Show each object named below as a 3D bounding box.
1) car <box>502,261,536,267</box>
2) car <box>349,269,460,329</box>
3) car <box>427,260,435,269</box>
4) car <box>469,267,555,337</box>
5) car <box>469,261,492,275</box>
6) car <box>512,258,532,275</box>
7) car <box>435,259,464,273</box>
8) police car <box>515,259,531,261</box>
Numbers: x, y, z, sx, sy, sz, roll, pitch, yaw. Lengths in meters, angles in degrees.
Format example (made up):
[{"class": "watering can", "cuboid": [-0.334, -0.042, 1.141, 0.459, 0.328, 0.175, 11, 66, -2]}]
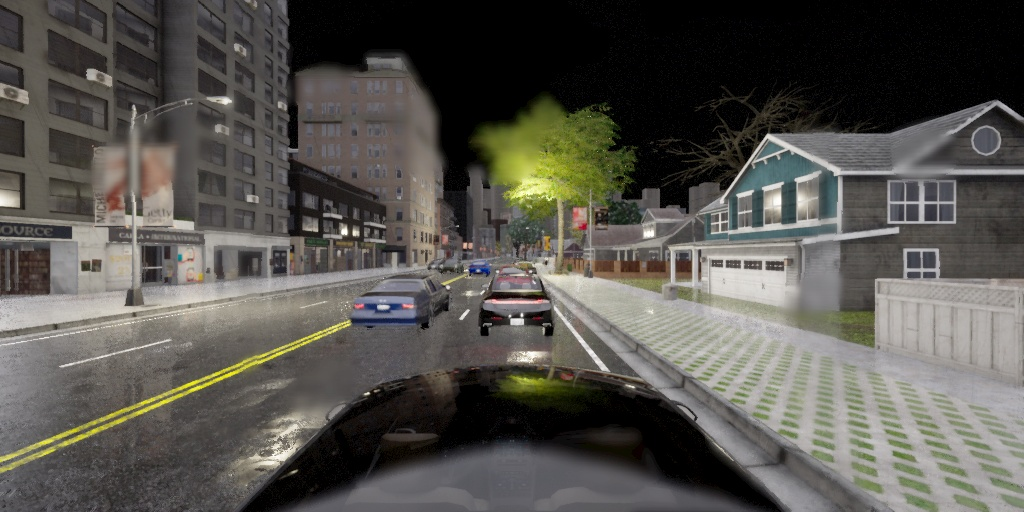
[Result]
[{"class": "car", "cuboid": [0.122, 1.219, 19.849, 1.882, 1.535, 5.008, 0, 0, 0]}, {"class": "car", "cuboid": [-3.138, 1.295, 11.250, 2.033, 1.411, 5.357, 0, 0, 0]}, {"class": "car", "cuboid": [-9.799, 1.200, 47.077, 2.128, 1.511, 4.902, 0, 0, 0]}, {"class": "car", "cuboid": [0.113, 1.239, 10.346, 2.128, 1.511, 4.902, 0, 0, 0]}, {"class": "car", "cuboid": [-3.111, 1.200, 35.592, 1.882, 1.535, 5.008, 0, 0, 0]}, {"class": "car", "cuboid": [1.019, 1.069, 39.439, 2.097, 1.767, 4.553, 0, 0, 0]}, {"class": "car", "cuboid": [-6.556, 1.070, 39.130, 2.097, 1.767, 4.553, 0, 0, 0]}, {"class": "police car", "cuboid": [1.008, 1.156, 29.578, 1.930, 1.638, 5.238, 0, 0, 0]}]
